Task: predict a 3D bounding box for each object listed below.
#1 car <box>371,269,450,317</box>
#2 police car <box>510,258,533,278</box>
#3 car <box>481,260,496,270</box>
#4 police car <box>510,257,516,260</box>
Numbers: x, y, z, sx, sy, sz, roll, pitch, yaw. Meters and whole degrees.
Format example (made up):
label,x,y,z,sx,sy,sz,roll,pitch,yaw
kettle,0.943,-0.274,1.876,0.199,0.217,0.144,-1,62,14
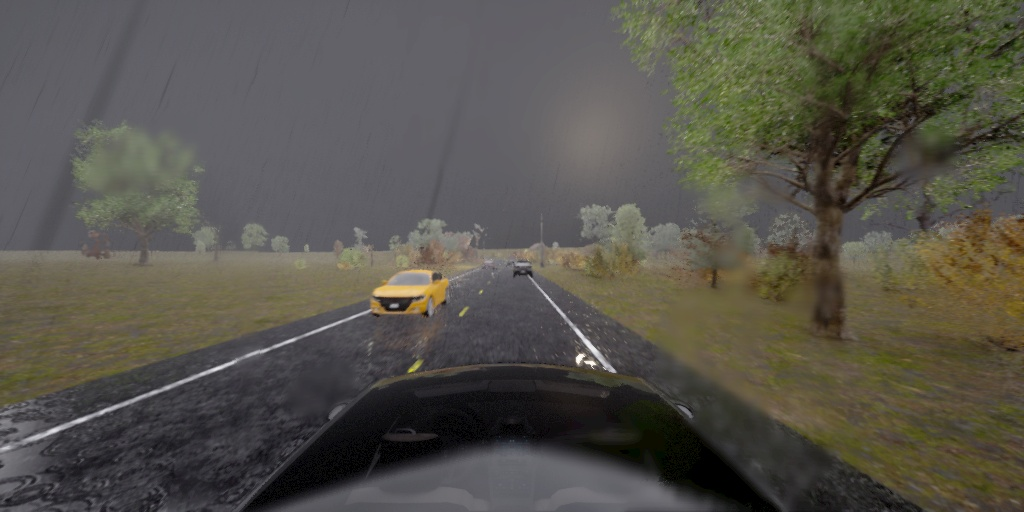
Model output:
label,x,y,z,sx,sy,sz,roll,pitch,yaw
car,-3.600,1.256,13.480,1.882,1.535,5.008,0,0,0
police car,1.040,1.246,35.935,1.930,1.638,5.238,0,0,0
car,-3.554,1.360,54.628,1.812,1.442,4.674,0,0,1
police car,1.037,1.256,45.937,1.930,1.638,5.238,0,0,0
